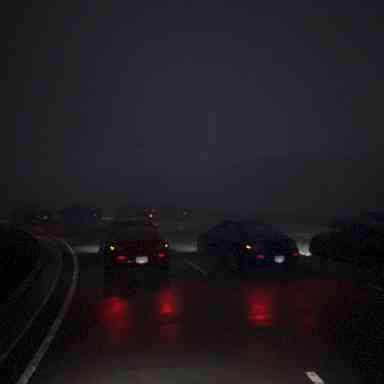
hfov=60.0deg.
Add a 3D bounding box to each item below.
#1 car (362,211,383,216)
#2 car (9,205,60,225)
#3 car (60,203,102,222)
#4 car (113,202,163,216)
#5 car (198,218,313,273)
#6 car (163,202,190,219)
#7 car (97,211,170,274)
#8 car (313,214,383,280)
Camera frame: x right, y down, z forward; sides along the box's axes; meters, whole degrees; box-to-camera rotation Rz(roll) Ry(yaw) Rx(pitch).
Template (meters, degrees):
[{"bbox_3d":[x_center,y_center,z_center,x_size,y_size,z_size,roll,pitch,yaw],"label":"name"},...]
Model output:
[{"bbox_3d":[7.930,1.511,13.959,1.882,1.535,5.008,0,0,-18],"label":"car"},{"bbox_3d":[-12.604,1.712,26.118,4.674,1.442,1.812,0,-1,40],"label":"car"},{"bbox_3d":[-9.514,1.660,28.034,5.008,1.535,1.882,-1,-1,43],"label":"car"},{"bbox_3d":[-4.958,1.669,28.464,1.837,1.490,4.892,1,-1,-43],"label":"car"},{"bbox_3d":[1.625,1.572,10.853,1.812,1.442,4.674,0,0,-16],"label":"car"},{"bbox_3d":[-2.182,1.687,30.599,1.812,1.442,4.674,0,-1,-43],"label":"car"},{"bbox_3d":[-1.981,1.588,10.792,1.812,1.442,4.674,0,0,-17],"label":"car"},{"bbox_3d":[5.443,1.590,10.140,1.994,1.385,4.181,0,0,-14],"label":"car"}]
